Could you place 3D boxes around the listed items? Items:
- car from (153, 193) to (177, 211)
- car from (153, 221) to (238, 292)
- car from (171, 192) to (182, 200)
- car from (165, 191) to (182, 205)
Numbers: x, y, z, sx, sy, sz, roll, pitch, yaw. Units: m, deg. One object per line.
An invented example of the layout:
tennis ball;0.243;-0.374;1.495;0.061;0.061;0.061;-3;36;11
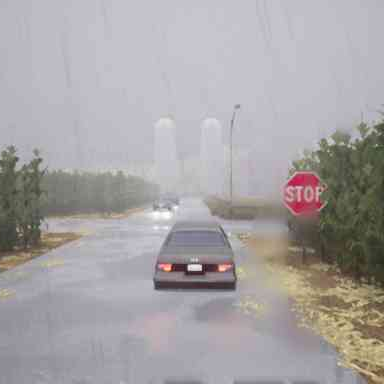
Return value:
car;-3.127;1.216;36.191;2.128;1.511;4.902;0;0;0
car;0.135;1.490;8.987;2.033;1.411;5.357;0;1;2
car;-2.980;0.805;64.727;1.812;1.442;4.674;0;1;0
car;-3.092;0.900;49.555;2.150;2.045;5.566;0;0;0
